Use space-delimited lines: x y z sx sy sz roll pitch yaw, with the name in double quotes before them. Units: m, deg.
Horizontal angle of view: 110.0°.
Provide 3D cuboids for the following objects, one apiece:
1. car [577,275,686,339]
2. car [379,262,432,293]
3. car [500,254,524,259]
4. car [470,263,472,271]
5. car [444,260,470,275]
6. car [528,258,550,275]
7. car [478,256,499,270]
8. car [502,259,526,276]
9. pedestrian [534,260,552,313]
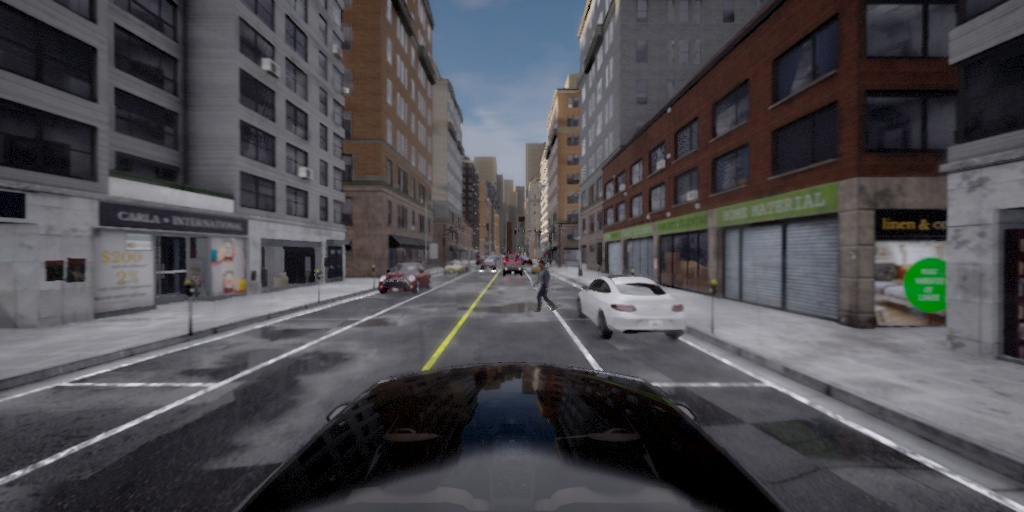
"car" 3.000 1.235 9.792 1.812 1.442 4.674 0 0 0
"car" -5.668 1.099 19.391 1.967 1.591 4.097 0 0 0
"car" 0.002 0.759 44.141 2.150 2.045 5.566 0 0 0
"car" -5.667 1.100 41.493 2.007 1.370 4.403 0 0 0
"car" -5.667 1.102 35.798 1.751 1.417 4.829 0 0 0
"car" 2.859 1.102 36.137 1.751 1.417 4.829 0 0 0
"car" -3.003 1.053 46.405 1.812 1.442 4.674 0 0 0
"car" 0.082 1.187 33.909 1.895 1.301 4.718 0 0 0
"pedestrian" 1.058 0.990 12.284 0.375 1.860 0.375 0 0 -10
